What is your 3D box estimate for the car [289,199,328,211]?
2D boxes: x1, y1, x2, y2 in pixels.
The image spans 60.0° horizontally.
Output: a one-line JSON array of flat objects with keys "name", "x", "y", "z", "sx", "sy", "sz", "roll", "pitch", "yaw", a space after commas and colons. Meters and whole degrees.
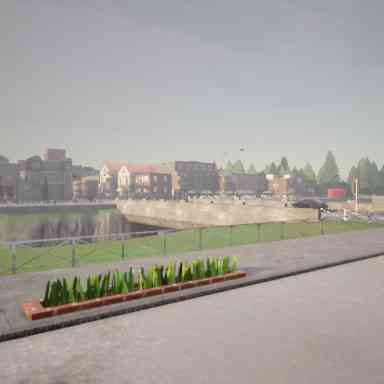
[{"name": "car", "x": 13.570, "y": 1.525, "z": 39.011, "sx": 1.812, "sy": 1.442, "sz": 4.674, "roll": 0, "pitch": 0, "yaw": -36}]
